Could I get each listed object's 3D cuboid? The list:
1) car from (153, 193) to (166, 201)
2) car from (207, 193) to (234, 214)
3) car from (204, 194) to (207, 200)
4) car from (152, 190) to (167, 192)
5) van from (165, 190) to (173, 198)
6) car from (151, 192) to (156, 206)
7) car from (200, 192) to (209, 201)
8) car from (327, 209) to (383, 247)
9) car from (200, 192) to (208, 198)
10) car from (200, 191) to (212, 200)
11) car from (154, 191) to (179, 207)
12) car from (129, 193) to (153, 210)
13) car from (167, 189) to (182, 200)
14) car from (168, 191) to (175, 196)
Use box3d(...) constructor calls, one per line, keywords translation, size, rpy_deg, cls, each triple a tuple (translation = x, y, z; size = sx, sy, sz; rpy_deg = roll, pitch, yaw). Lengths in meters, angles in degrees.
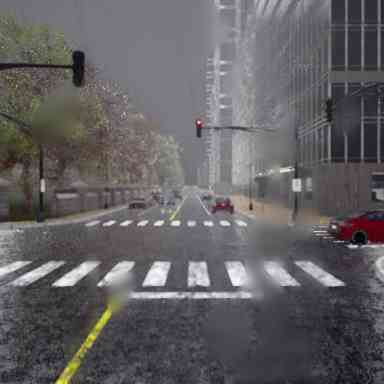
box3d(translation=(-5.705, 0.921, 58.823), size=(1.802, 1.307, 4.206), rpy_deg=(0, 1, 0), cls="car")
box3d(translation=(2.684, 1.100, 30.417), size=(1.967, 1.590, 4.097), rpy_deg=(0, 1, 0), cls="car")
box3d(translation=(2.682, 1.163, 36.098), size=(1.947, 1.339, 4.313), rpy_deg=(0, 1, 0), cls="car")
box3d(translation=(-5.703, 0.721, 53.138), size=(2.192, 1.841, 5.009), rpy_deg=(0, 1, 0), cls="car")
box3d(translation=(-5.710, 0.399, 81.552), size=(1.690, 1.788, 3.998), rpy_deg=(0, 1, 0), cls="van")
box3d(translation=(-5.701, 1.085, 41.775), size=(2.008, 1.369, 4.403), rpy_deg=(0, 1, 0), cls="car")
box3d(translation=(2.676, 0.906, 58.821), size=(1.947, 1.339, 4.313), rpy_deg=(0, 1, 0), cls="car")
box3d(translation=(7.771, 1.380, 13.510), size=(4.181, 1.385, 1.994), rpy_deg=(0, 0, 1), cls="car")
box3d(translation=(2.672, 0.655, 76.036), size=(1.752, 1.417, 4.829), rpy_deg=(0, 1, 0), cls="car")
box3d(translation=(2.675, 0.712, 64.501), size=(1.967, 1.590, 4.097), rpy_deg=(0, 1, 0), cls="car")
box3d(translation=(-3.099, 1.025, 41.813), size=(2.128, 1.511, 4.902), rpy_deg=(0, 1, 0), cls="car")
box3d(translation=(-5.699, 1.142, 36.093), size=(1.887, 1.381, 4.507), rpy_deg=(0, 1, 0), cls="car")
box3d(translation=(-3.020, 0.507, 63.243), size=(2.150, 2.045, 5.566), rpy_deg=(0, 1, 0), cls="car")
box3d(translation=(-5.714, 0.490, 92.921), size=(1.802, 1.307, 4.206), rpy_deg=(0, 1, 0), cls="car")
